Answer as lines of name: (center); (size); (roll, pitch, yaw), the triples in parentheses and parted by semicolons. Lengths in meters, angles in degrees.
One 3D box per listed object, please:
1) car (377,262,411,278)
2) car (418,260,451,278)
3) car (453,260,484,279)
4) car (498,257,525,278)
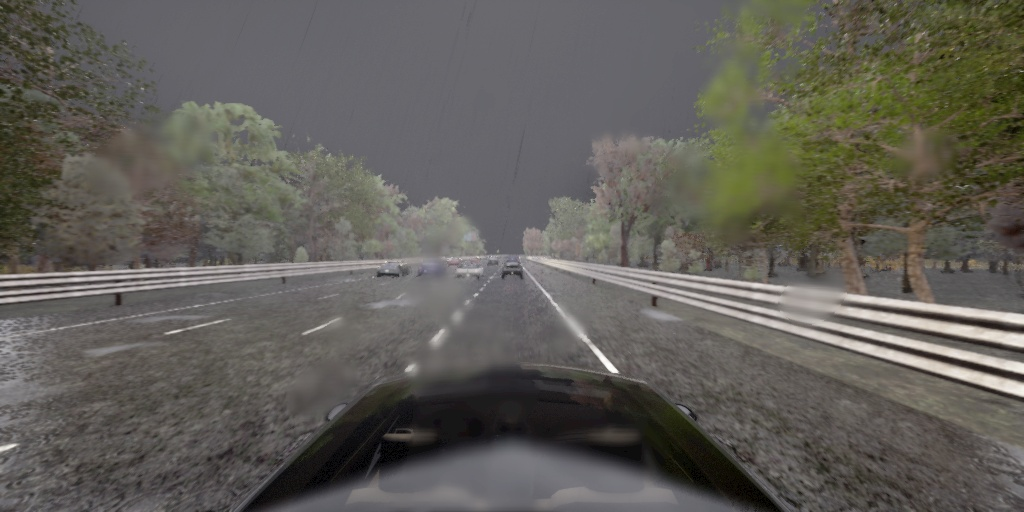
car: (-10.455, 1.190, 32.012); (1.994, 1.385, 4.181); (0, 0, 1)
car: (-6.955, 1.151, 31.914); (1.812, 1.442, 4.674); (0, 0, 1)
car: (-3.469, 1.233, 30.555); (1.895, 1.301, 4.718); (0, 0, 1)
car: (0.045, 1.135, 31.573); (1.837, 1.490, 4.892); (0, 1, 1)
